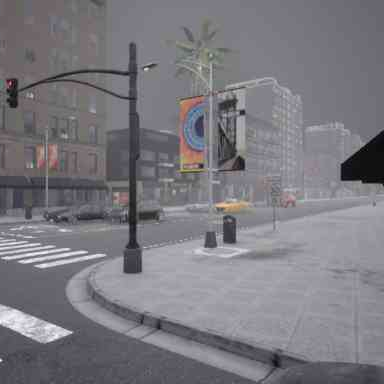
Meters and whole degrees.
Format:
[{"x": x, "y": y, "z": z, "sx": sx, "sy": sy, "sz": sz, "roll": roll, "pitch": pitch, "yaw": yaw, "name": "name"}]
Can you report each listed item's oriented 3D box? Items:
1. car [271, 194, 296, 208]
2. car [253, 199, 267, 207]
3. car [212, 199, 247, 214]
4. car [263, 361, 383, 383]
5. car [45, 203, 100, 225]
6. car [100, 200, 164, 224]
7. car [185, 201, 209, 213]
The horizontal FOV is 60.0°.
[{"x": 13.955, "y": 1.369, "z": 50.222, "sx": 2.150, "sy": 2.045, "sz": 5.566, "roll": 0, "pitch": 0, "yaw": 35, "name": "car"}, {"x": 11.298, "y": 1.742, "z": 52.094, "sx": 1.895, "sy": 1.301, "sz": 4.718, "roll": 0, "pitch": 0, "yaw": 35, "name": "car"}, {"x": 4.364, "y": 1.532, "z": 36.777, "sx": 1.882, "sy": 1.535, "sz": 5.008, "roll": 0, "pitch": 1, "yaw": 36, "name": "car"}, {"x": 2.187, "y": 1.551, "z": 1.288, "sx": 4.403, "sy": 1.369, "sz": 2.008, "roll": 0, "pitch": 0, "yaw": 35, "name": "car"}, {"x": -8.043, "y": 1.565, "z": 24.824, "sx": 2.033, "sy": 1.411, "sz": 5.357, "roll": 0, "pitch": 0, "yaw": 35, "name": "car"}, {"x": -4.118, "y": 1.377, "z": 24.752, "sx": 2.097, "sy": 1.767, "sz": 4.553, "roll": 0, "pitch": 0, "yaw": 35, "name": "car"}, {"x": 1.236, "y": 1.649, "z": 37.981, "sx": 1.895, "sy": 1.301, "sz": 4.718, "roll": 0, "pitch": 0, "yaw": 35, "name": "car"}]
